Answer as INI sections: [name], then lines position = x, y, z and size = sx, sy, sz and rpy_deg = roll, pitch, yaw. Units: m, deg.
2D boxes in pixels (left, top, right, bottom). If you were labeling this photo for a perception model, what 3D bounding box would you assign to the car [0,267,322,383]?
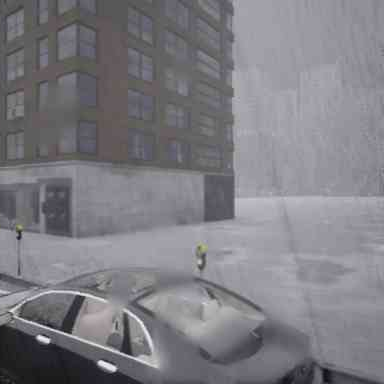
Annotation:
[car]
position = -0.904, 1.554, 3.726
size = 4.403, 1.369, 2.008
rpy_deg = 0, 0, 35
